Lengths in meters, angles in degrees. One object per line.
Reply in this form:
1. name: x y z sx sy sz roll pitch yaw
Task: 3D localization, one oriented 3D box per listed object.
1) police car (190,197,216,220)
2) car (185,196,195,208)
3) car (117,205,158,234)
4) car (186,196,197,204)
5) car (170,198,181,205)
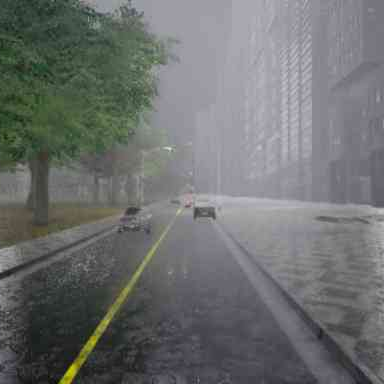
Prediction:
1. police car: 1.023 1.490 29.164 1.930 1.638 5.238 0 0 0
2. car: -0.030 1.680 48.299 1.895 1.301 4.718 0 0 0
3. car: -3.118 1.554 19.663 1.837 1.490 4.892 0 0 0
4. car: -0.059 1.565 64.675 2.128 1.511 4.902 0 0 0
5. car: -3.074 1.678 61.767 1.895 1.301 4.718 0 0 0
